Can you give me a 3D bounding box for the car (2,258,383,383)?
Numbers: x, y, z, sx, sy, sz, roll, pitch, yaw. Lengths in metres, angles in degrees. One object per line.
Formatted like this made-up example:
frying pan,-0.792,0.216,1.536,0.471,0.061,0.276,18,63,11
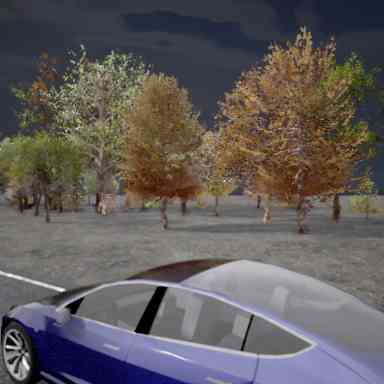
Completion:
car,-0.167,1.506,3.684,4.792,1.488,2.163,0,0,35
